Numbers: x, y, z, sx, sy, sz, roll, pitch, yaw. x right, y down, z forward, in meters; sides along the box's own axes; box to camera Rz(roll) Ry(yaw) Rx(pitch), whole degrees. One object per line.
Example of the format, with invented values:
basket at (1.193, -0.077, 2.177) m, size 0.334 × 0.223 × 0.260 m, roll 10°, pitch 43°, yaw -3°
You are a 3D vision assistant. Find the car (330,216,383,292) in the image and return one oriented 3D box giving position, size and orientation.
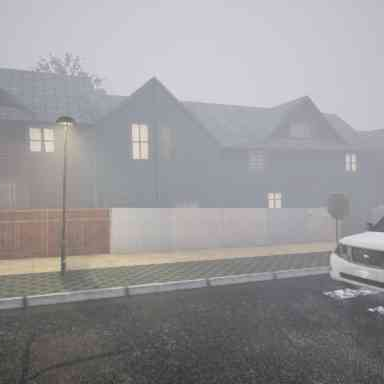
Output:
car at (5.922, 1.382, 8.218) m, size 5.566 × 2.045 × 2.150 m, roll 1°, pitch 0°, yaw -30°
